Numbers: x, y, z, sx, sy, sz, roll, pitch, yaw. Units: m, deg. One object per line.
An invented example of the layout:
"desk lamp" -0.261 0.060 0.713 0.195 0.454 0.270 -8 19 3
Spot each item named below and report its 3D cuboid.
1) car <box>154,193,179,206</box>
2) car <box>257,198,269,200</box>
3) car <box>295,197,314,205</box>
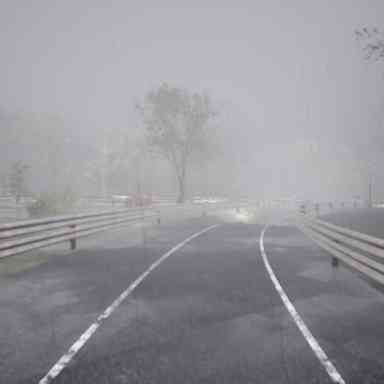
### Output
"car" -3.993 1.287 57.434 5.566 2.045 2.150 2 0 -36
"car" 16.824 2.145 76.782 5.008 1.535 1.882 1 0 -36
"car" 27.047 2.156 79.838 5.566 2.045 2.150 1 0 -36
